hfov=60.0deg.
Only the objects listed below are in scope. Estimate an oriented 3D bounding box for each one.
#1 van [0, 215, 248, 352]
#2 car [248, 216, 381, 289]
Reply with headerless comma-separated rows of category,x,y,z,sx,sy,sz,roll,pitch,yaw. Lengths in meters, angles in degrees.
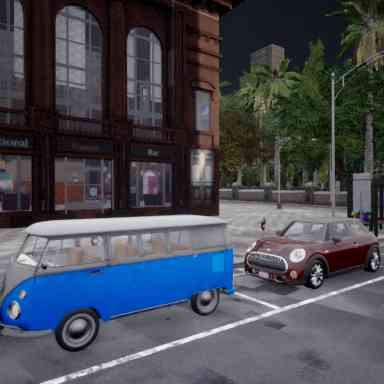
van,-1.088,1.341,5.884,3.998,1.788,1.690,0,0,-36
car,3.313,1.439,9.058,4.097,1.590,1.967,0,0,-36
